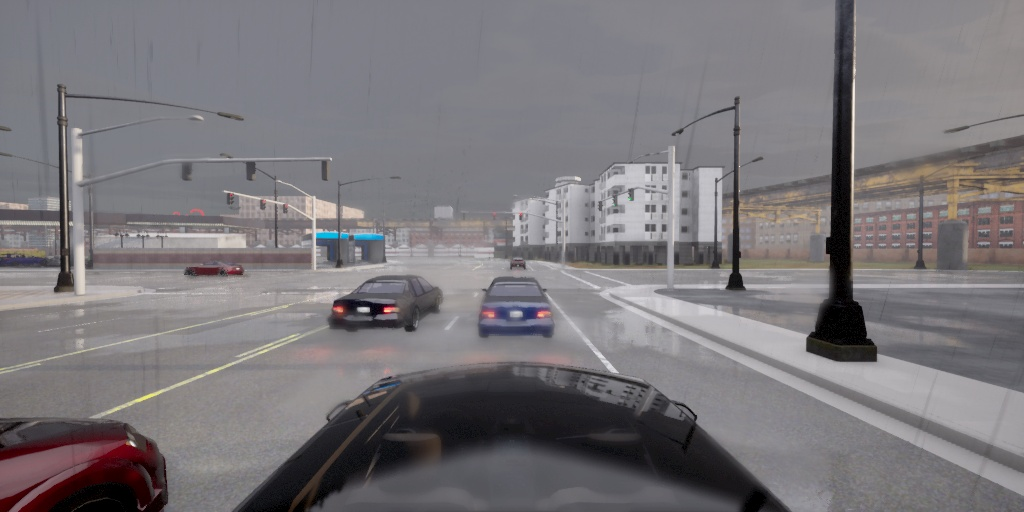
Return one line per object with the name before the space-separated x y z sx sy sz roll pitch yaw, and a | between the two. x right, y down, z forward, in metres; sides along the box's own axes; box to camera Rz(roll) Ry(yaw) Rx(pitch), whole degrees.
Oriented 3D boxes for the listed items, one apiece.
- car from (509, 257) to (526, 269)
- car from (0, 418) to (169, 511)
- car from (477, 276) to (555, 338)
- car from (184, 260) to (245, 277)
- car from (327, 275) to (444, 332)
car | 0.707 0.805 44.119 1.837 1.490 4.892 0 1 0
car | -3.395 1.314 0.746 1.994 1.385 4.181 0 0 0
car | 0.091 1.279 10.140 2.033 1.411 5.357 0 0 0
car | -25.741 1.082 31.062 4.181 1.385 1.994 0 1 0
car | -3.405 1.273 10.742 2.033 1.411 5.357 0 0 0
